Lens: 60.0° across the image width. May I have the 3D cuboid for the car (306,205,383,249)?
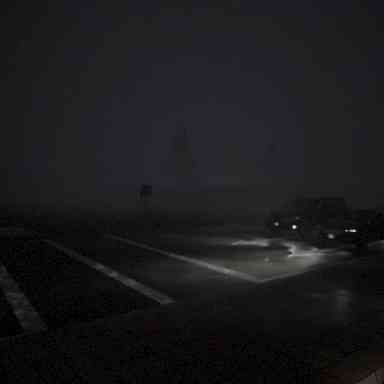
[{"bbox_3d":[7.662,1.547,14.959,4.902,1.511,2.128,0,0,-35],"label":"car"}]

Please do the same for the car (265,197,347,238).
[{"bbox_3d":[6.568,1.281,18.459,5.566,2.045,2.150,0,0,-35],"label":"car"}]
